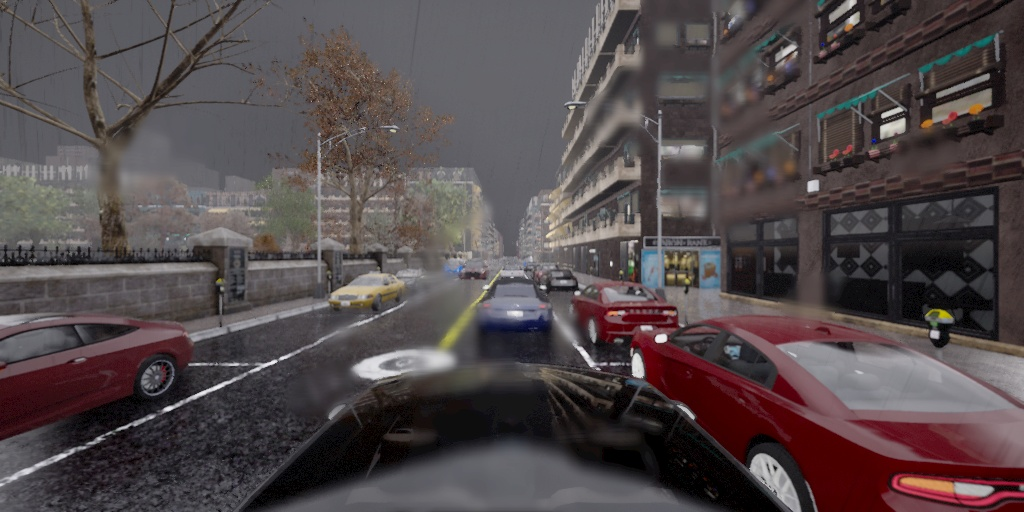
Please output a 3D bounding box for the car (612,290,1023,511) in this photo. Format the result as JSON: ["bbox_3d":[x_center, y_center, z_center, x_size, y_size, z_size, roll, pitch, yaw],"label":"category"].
[{"bbox_3d":[2.687,1.302,3.827,1.888,1.381,4.507,0,0,0],"label":"car"}]

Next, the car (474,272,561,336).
[{"bbox_3d":[0.079,1.345,10.494,1.994,1.385,4.181,0,0,0],"label":"car"}]

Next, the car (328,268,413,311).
[{"bbox_3d":[-5.719,1.322,14.707,1.751,1.417,4.829,0,0,0],"label":"car"}]

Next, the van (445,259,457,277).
[{"bbox_3d":[-5.771,1.219,37.017,1.690,1.789,3.998,0,0,0],"label":"van"}]

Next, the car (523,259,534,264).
[{"bbox_3d":[2.584,1.486,48.108,1.948,1.339,4.313,0,0,0],"label":"car"}]

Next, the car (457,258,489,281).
[{"bbox_3d":[-3.154,1.207,30.946,2.097,1.767,4.553,0,0,0],"label":"car"}]

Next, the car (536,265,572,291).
[{"bbox_3d":[2.648,1.382,20.433,1.948,1.339,4.313,0,0,0],"label":"car"}]

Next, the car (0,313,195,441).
[{"bbox_3d":[-5.694,1.339,3.807,1.802,1.307,4.207,0,0,0],"label":"car"}]

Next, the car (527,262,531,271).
[{"bbox_3d":[2.622,1.423,31.503,1.948,1.339,4.313,0,0,0],"label":"car"}]

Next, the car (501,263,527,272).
[{"bbox_3d":[0.037,1.455,30.546,1.895,1.301,4.718,0,0,0],"label":"car"}]

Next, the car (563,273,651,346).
[{"bbox_3d":[2.674,1.321,9.362,1.888,1.381,4.507,0,0,0],"label":"car"}]

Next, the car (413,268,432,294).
[{"bbox_3d":[-5.733,1.367,20.413,2.007,1.370,4.403,0,0,0],"label":"car"}]

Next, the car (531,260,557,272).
[{"bbox_3d":[2.635,1.276,25.967,1.967,1.591,4.097,0,0,0],"label":"car"}]
